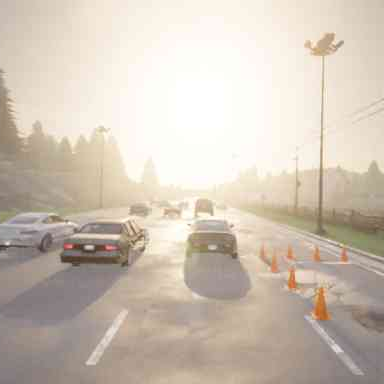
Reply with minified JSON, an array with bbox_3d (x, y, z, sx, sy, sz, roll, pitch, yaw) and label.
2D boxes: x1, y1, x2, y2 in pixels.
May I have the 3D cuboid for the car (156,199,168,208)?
[{"bbox_3d":[-5.071,2.142,61.482,1.837,1.490,4.892,1,0,1],"label":"car"}]

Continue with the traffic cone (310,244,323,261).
[{"bbox_3d":[4.630,2.226,12.357,0.340,0.580,0.340,1,-1,1],"label":"traffic cone"}]

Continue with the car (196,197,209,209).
[{"bbox_3d":[1.977,2.056,63.153,2.150,2.045,5.566,1,-1,1],"label":"car"}]

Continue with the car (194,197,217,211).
[{"bbox_3d":[1.371,1.735,38.393,2.150,2.045,5.566,1,0,1],"label":"car"}]

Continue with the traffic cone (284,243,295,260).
[{"bbox_3d":[3.630,2.202,12.382,0.340,0.580,0.340,1,-1,1],"label":"traffic cone"}]

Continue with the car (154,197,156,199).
[{"bbox_3d":[-8.440,1.851,70.593,2.097,1.767,4.553,1,-1,1],"label":"car"}]

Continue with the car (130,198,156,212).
[{"bbox_3d":[-5.661,1.799,37.331,1.882,1.535,5.008,1,-1,1],"label":"car"}]

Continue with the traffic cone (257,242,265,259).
[{"bbox_3d":[2.631,2.177,12.406,0.340,0.580,0.340,1,-1,1],"label":"traffic cone"}]

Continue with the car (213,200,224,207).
[{"bbox_3d":[5.547,2.383,70.244,2.033,1.411,5.357,1,-1,1],"label":"car"}]

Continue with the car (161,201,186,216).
[{"bbox_3d":[-2.120,2.033,39.068,1.895,1.301,4.718,1,-1,1],"label":"car"}]

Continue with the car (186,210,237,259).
[{"bbox_3d":[0.755,1.713,13.478,1.812,1.442,4.674,1,-1,1],"label":"car"}]

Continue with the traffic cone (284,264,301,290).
[{"bbox_3d":[2.533,2.125,8.408,0.340,0.580,0.340,1,-1,1],"label":"traffic cone"}]

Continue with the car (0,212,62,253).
[{"bbox_3d":[-6.239,1.540,13.673,1.812,1.442,4.674,1,-1,1],"label":"car"}]

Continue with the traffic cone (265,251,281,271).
[{"bbox_3d":[2.582,2.151,10.407,0.340,0.580,0.340,1,-1,1],"label":"traffic cone"}]

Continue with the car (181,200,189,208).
[{"bbox_3d":[-1.498,2.255,64.453,2.128,1.511,4.902,1,-1,1],"label":"car"}]

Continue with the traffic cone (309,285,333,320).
[{"bbox_3d":[2.484,2.099,6.409,0.340,0.580,0.340,1,-1,1],"label":"traffic cone"}]

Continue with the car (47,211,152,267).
[{"bbox_3d":[-2.790,1.624,11.737,2.033,1.411,5.357,1,-1,1],"label":"car"}]

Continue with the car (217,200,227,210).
[{"bbox_3d":[5.298,2.407,60.243,1.812,1.442,4.674,1,-1,1],"label":"car"}]
